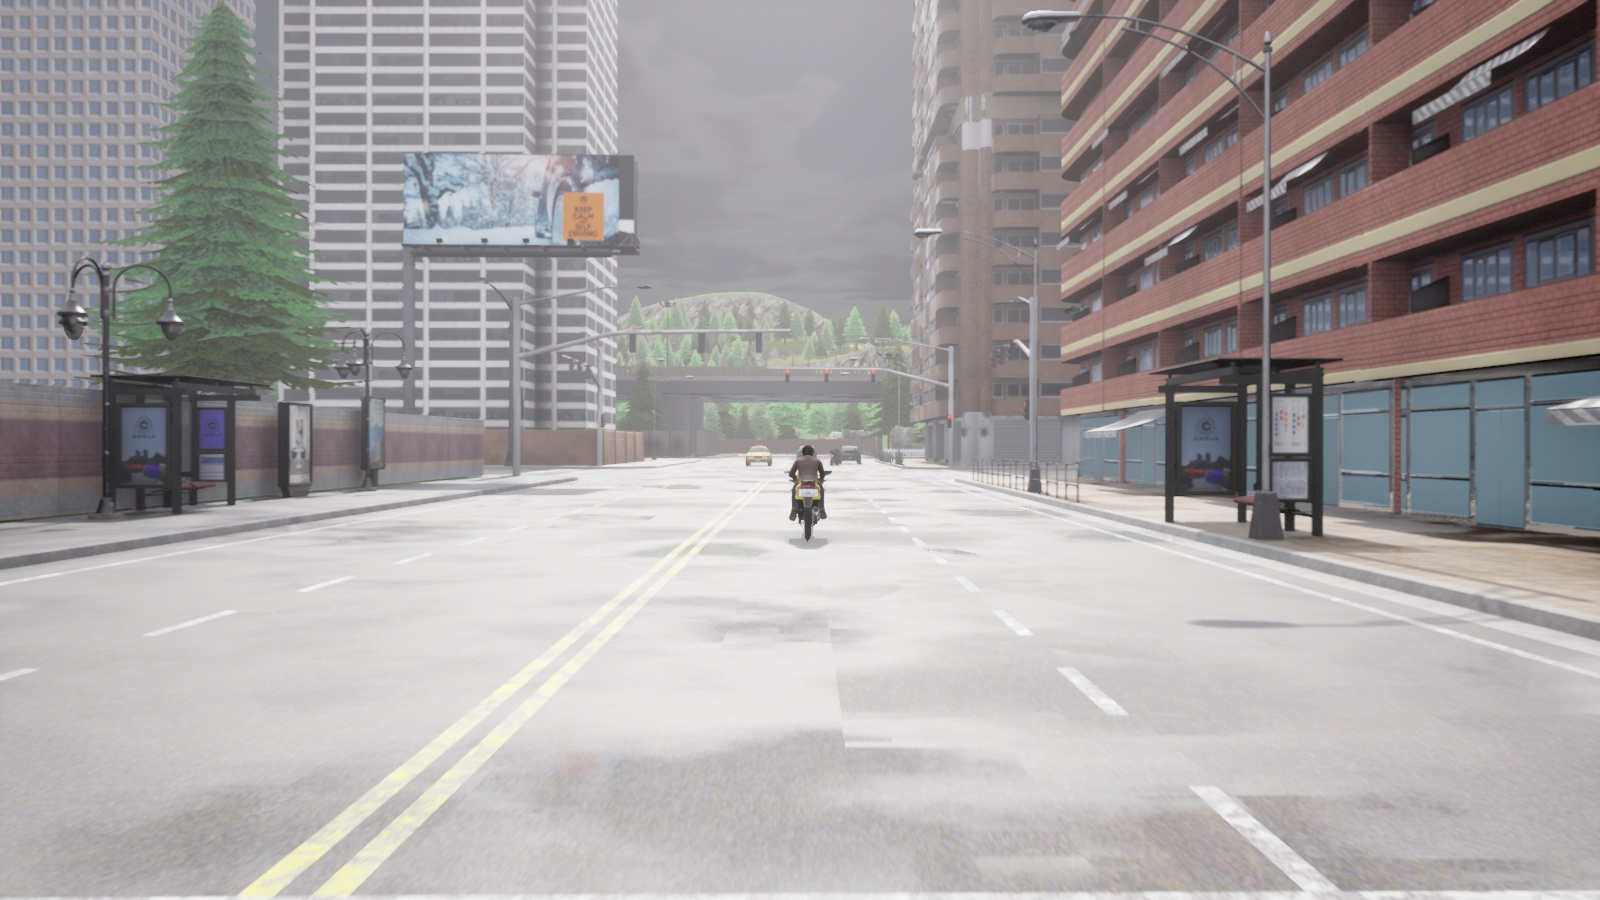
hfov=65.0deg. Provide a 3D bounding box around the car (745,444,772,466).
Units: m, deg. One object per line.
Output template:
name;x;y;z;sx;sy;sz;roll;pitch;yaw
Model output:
car;-2.996;0.355;91.947;1.801;1.575;5.366;0;0;0

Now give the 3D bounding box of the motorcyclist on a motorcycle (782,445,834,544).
motorcyclist on a motorcycle;0.126;0.681;20.437;0.797;1.523;2.044;0;0;0
